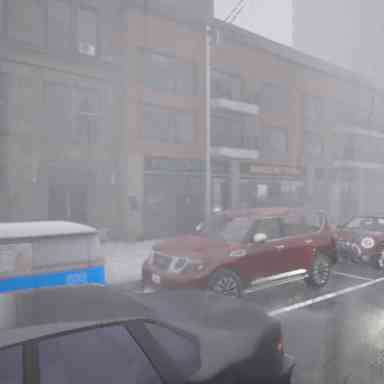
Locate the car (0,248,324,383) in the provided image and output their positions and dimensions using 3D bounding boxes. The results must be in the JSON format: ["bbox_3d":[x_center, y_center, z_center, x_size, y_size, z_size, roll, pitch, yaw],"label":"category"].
[{"bbox_3d":[-1.460,1.548,2.363,5.357,1.411,2.033,0,0,-39],"label":"car"}]

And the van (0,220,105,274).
[{"bbox_3d":[-3.178,1.341,4.499,3.998,1.788,1.690,0,0,-35],"label":"van"}]

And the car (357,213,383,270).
[{"bbox_3d":[5.934,1.452,10.998,4.097,1.590,1.967,0,0,-35],"label":"car"}]

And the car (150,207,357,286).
[{"bbox_3d":[1.378,1.321,7.749,5.009,1.841,2.192,0,0,-35],"label":"car"}]
